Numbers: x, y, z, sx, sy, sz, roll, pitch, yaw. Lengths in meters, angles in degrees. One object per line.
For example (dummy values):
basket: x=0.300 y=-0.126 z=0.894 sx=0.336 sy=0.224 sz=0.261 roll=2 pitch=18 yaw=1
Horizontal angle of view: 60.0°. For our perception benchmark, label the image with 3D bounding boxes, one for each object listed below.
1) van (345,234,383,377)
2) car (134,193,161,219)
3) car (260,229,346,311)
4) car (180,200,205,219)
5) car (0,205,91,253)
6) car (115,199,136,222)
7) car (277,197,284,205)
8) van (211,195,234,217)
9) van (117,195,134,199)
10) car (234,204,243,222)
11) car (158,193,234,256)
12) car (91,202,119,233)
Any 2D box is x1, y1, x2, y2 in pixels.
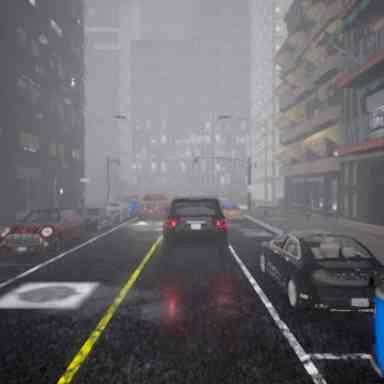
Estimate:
van: x=2.676 y=1.331 z=1.894 sx=1.690 sy=1.788 sz=3.998 roll=-1 pitch=0 yaw=0
car: x=-3.062 y=1.088 z=27.665 sx=2.150 sy=2.045 sz=5.566 roll=0 pitch=0 yaw=1
car: x=2.679 y=1.513 z=7.497 sx=2.008 sy=1.369 sz=4.403 roll=-1 pitch=0 yaw=0
car: x=0.064 y=1.424 z=28.177 sx=1.994 sy=1.385 sz=4.181 roll=0 pitch=0 yaw=0
car: x=-5.703 y=1.375 z=13.127 sx=1.967 sy=1.590 sz=4.097 roll=-1 pitch=0 yaw=0
car: x=-5.702 y=1.431 z=24.331 sx=2.008 sy=1.369 sz=4.403 roll=-1 pitch=0 yaw=0
car: x=15.235 y=1.106 z=49.234 sx=5.009 sy=1.841 sz=2.192 roll=0 pitch=1 yaw=0
van: x=2.675 y=1.194 z=29.903 sx=1.690 sy=1.788 sz=3.998 roll=-1 pitch=0 yaw=0
van: x=-5.705 y=1.194 z=29.932 sx=1.690 sy=1.788 sz=3.998 roll=-1 pitch=0 yaw=0
car: x=2.678 y=1.405 z=24.473 sx=1.752 sy=1.417 sz=4.829 roll=-1 pitch=0 yaw=0
car: x=0.076 y=1.155 z=12.873 sx=2.150 sy=2.045 sz=5.566 roll=0 pitch=0 yaw=-1
car: x=-5.702 y=1.473 z=18.729 sx=1.947 sy=1.339 sz=4.313 roll=-1 pitch=0 yaw=0
